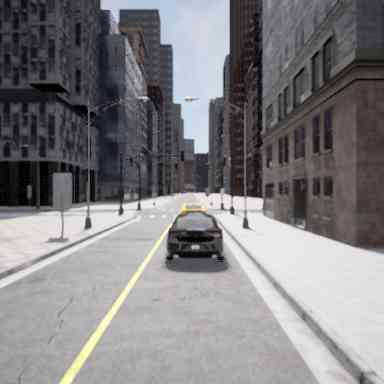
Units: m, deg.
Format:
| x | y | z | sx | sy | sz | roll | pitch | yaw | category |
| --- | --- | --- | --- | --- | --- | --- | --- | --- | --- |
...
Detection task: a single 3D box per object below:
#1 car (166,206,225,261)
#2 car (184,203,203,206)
| x | y | z | sx | sy | sz | roll | pitch | yaw | category |
| --- | --- | --- | --- | --- | --- | --- | --- | --- | --- |
| 0.104 | 1.504 | 12.390 | 1.882 | 1.535 | 5.008 | 0 | 0 | 0 | car |
| 0.107 | 1.533 | 23.944 | 1.882 | 1.535 | 5.008 | 0 | 0 | 0 | car |
